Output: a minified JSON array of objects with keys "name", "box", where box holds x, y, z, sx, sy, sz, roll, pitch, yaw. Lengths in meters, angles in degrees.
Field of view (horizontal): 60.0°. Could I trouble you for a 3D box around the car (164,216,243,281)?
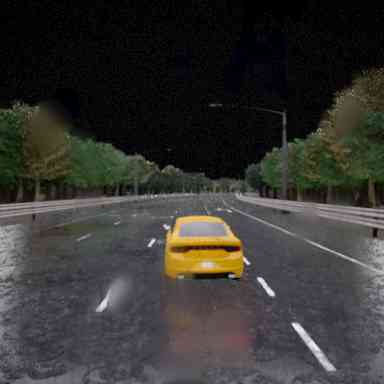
[{"name":"car","box":[0.212,1.447,9.863,1.882,1.535,5.008,0,1,-3]}]
